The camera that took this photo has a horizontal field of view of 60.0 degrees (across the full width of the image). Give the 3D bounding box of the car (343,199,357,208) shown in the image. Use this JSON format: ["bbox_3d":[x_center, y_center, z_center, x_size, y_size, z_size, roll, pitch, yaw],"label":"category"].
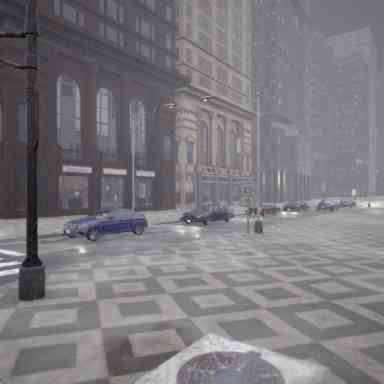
[{"bbox_3d":[23.726,1.702,50.779,2.033,1.411,5.357,0,0,36],"label":"car"}]

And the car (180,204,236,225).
[{"bbox_3d":[1.342,1.616,25.035,2.033,1.411,5.357,0,0,36],"label":"car"}]

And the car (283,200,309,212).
[{"bbox_3d":[12.935,1.671,41.131,2.033,1.411,5.357,0,0,36],"label":"car"}]

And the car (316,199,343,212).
[{"bbox_3d":[16.873,1.650,41.217,1.812,1.442,4.674,0,0,36],"label":"car"}]

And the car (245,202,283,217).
[{"bbox_3d":[7.036,1.697,32.971,1.895,1.301,4.718,0,0,36],"label":"car"}]

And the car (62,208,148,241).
[{"bbox_3d":[-4.295,1.564,17.162,1.812,1.442,4.674,0,0,37],"label":"car"}]
